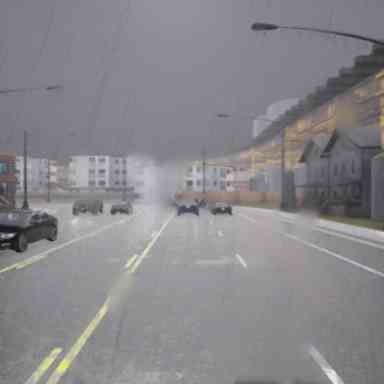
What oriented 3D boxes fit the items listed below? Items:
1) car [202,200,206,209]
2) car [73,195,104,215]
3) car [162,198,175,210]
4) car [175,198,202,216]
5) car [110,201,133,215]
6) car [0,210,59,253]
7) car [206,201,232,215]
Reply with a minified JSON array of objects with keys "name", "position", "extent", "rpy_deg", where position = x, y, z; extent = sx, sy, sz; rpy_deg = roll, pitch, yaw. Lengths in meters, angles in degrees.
[{"name":"car","position":[0.610,1.646,47.235],"extent":[1.812,1.442,4.674],"rpy_deg":[0,0,-21]},{"name":"car","position":[-10.938,1.340,35.470],"extent":[2.150,2.045,5.566],"rpy_deg":[0,0,-3]},{"name":"car","position":[-2.722,1.619,46.175],"extent":[2.128,1.511,4.902],"rpy_deg":[0,0,-21]},{"name":"car","position":[-0.463,1.440,34.008],"extent":[2.097,1.767,4.553],"rpy_deg":[0,0,-3]},{"name":"car","position":[-7.444,1.660,35.606],"extent":[2.033,1.411,5.357],"rpy_deg":[0,0,-3]},{"name":"car","position":[-7.249,1.546,14.003],"extent":[2.128,1.511,4.902],"rpy_deg":[0,0,-1]},{"name":"car","position":[2.973,1.646,35.117],"extent":[1.994,1.385,4.181],"rpy_deg":[0,0,-3]}]
